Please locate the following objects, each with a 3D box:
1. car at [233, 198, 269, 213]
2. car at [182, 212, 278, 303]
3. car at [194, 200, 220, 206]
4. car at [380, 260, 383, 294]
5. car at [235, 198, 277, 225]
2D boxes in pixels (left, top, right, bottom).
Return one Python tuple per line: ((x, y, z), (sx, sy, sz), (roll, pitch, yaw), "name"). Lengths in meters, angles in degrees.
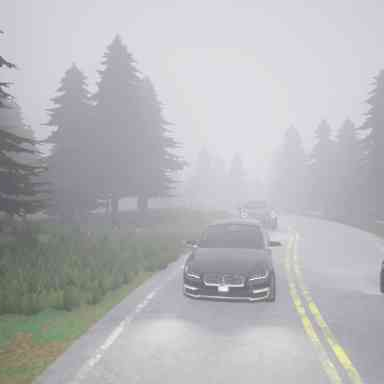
((6.194, 1.408, 35.734), (1.837, 1.490, 4.892), (2, -1, -16), "car")
((1.089, 1.495, 8.411), (1.837, 1.490, 4.892), (-1, 0, 12), "car")
((1.908, 1.795, 44.858), (1.812, 1.442, 4.674), (3, -5, -35), "car")
((4.492, 1.308, 4.642), (2.097, 1.767, 4.553), (-1, 0, 8), "car")
((3.871, 1.269, 20.364), (2.097, 1.767, 4.553), (-1, 0, 5), "car")
